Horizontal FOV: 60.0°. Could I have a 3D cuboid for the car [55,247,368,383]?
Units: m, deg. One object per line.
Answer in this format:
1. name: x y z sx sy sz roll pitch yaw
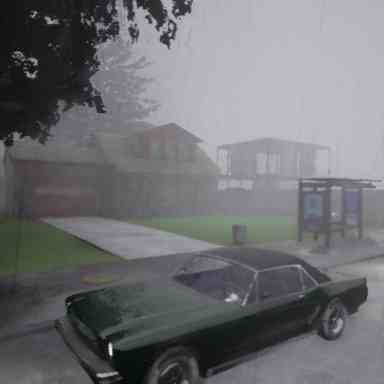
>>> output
1. car: 0.561 1.601 4.999 4.718 1.301 1.895 0 0 -35
